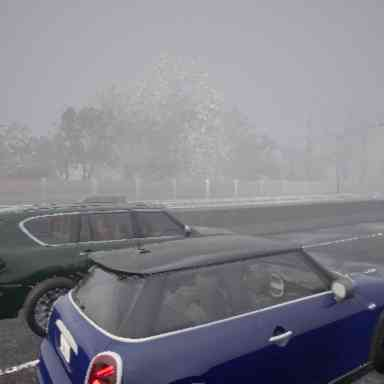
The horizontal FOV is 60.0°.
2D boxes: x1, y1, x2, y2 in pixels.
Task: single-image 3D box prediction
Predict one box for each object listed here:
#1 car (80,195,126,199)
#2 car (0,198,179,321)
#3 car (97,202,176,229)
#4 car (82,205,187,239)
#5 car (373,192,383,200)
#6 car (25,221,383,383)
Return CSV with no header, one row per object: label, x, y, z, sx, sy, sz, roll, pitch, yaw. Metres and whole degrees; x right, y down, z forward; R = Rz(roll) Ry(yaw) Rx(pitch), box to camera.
car,-7.262,1.278,24.202,5.566,2.045,2.150,-1,0,-33
car,-1.395,1.229,6.866,5.566,2.045,2.150,-1,0,-33
car,-3.640,1.501,22.397,4.892,1.490,1.837,-1,0,-33
car,-3.104,1.546,18.559,5.357,1.411,2.033,-1,0,-33
car,27.811,0.708,47.347,4.553,1.767,2.097,-1,0,-33
car,0.679,1.330,4.040,4.553,1.767,2.097,-1,0,-33
